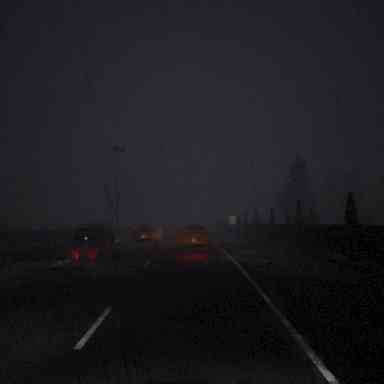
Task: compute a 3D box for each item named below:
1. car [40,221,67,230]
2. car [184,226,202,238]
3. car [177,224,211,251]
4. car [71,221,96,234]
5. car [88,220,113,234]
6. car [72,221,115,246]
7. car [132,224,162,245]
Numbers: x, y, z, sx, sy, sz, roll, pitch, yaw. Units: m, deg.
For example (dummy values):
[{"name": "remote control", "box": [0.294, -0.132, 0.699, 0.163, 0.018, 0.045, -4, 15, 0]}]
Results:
[{"name": "car", "box": [-21.055, 5.394, 50.911, 2.150, 2.045, 5.566, 0, -5, 0]}, {"name": "car", "box": [0.099, 4.608, 38.902, 1.895, 1.301, 4.718, 0, -6, 0]}, {"name": "car", "box": [0.102, 2.625, 19.858, 1.882, 1.535, 5.008, 0, -5, 0]}, {"name": "car", "box": [-17.539, 5.688, 53.917, 2.150, 2.045, 5.566, 0, -5, 1]}, {"name": "car", "box": [-14.060, 5.445, 51.418, 2.150, 2.045, 5.566, 0, -5, 0]}, {"name": "car", "box": [-6.896, 3.053, 24.101, 2.128, 1.511, 4.902, 0, -5, 0]}, {"name": "car", "box": [-3.396, 3.196, 25.706, 1.882, 1.535, 5.008, 0, -5, 0]}]
